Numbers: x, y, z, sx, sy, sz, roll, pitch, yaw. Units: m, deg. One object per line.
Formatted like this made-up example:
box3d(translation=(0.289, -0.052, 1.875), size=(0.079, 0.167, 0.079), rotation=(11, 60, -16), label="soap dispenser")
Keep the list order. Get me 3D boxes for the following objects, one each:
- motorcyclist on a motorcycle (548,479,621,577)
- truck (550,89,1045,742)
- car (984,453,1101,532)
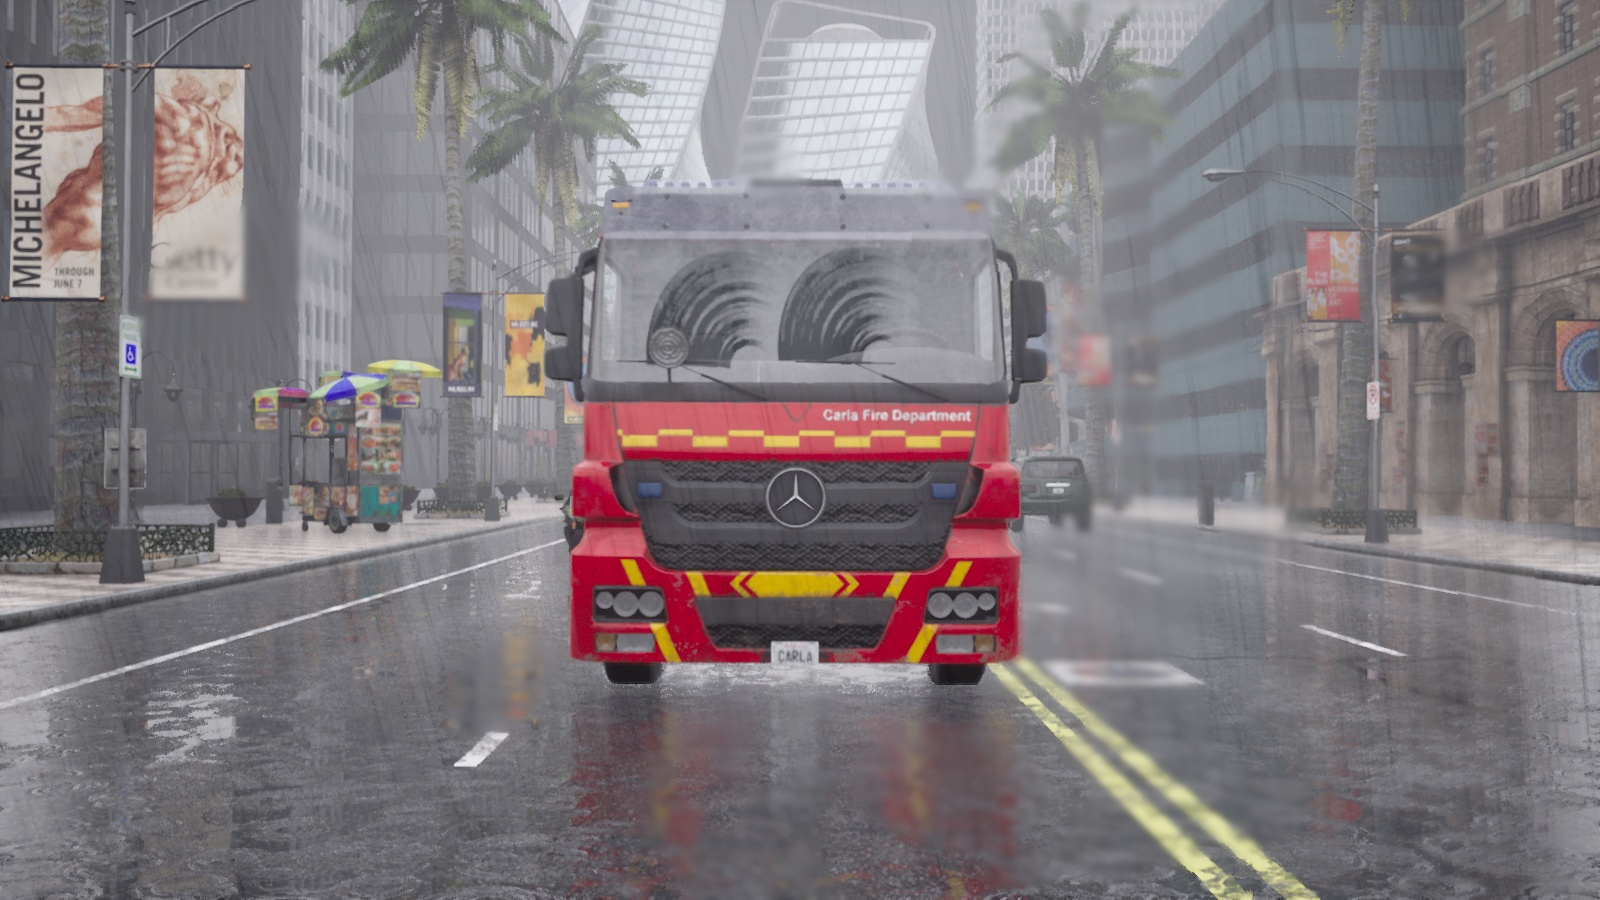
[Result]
box3d(translation=(-3.551, 1.247, 20.871), size=(0.866, 1.530, 2.191), rotation=(0, -1, -1), label="motorcyclist on a motorcycle")
box3d(translation=(-0.026, -0.136, 11.607), size=(2.891, 3.827, 8.468), rotation=(0, -1, 0), label="truck")
box3d(translation=(6.752, 1.160, 35.655), size=(2.150, 2.045, 5.566), rotation=(0, -1, -1), label="car")
